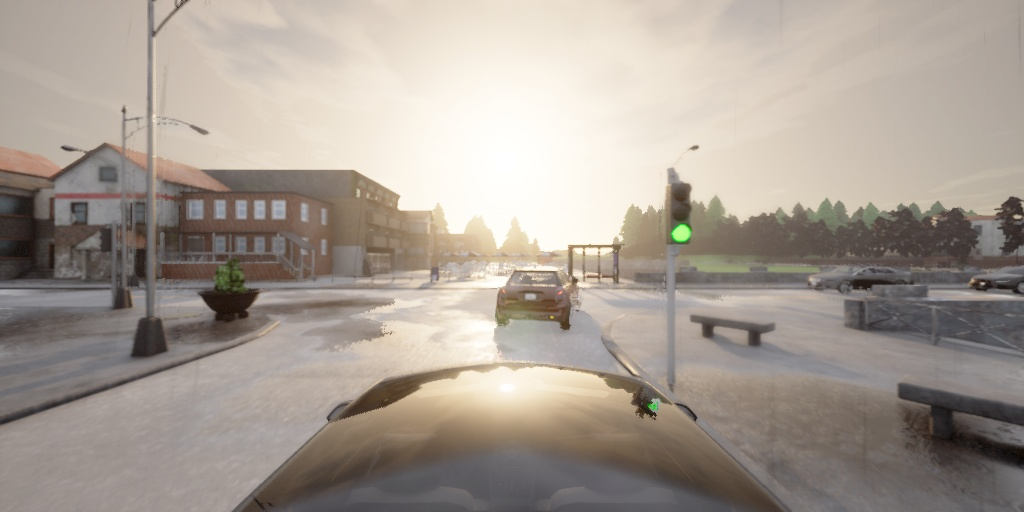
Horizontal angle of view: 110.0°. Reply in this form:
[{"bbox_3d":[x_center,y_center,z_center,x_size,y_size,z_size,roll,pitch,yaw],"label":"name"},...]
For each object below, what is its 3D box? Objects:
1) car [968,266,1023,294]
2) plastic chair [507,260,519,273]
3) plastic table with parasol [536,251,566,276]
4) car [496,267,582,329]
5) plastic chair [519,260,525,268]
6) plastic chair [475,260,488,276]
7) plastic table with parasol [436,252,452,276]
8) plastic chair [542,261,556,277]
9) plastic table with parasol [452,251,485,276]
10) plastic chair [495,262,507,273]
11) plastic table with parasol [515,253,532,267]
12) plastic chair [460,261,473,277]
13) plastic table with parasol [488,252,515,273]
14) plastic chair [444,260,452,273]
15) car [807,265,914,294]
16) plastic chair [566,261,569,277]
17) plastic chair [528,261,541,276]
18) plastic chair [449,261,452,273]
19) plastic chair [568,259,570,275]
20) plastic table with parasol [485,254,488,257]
[{"bbox_3d":[28.422,1.285,19.822,4.892,1.490,1.837,0,0,0],"label":"car"},{"bbox_3d":[0.126,1.345,42.511,0.730,1.272,0.750,0,0,0],"label":"plastic chair"},{"bbox_3d":[3.569,0.729,34.882,2.482,2.480,2.482,0,0,0],"label":"plastic table with parasol"},{"bbox_3d":[1.034,1.117,11.664,2.097,1.767,4.553,0,0,14],"label":"car"},{"bbox_3d":[1.028,1.356,49.043,0.750,1.272,0.730,0,0,-1],"label":"plastic chair"},{"bbox_3d":[-2.971,1.334,35.509,0.730,1.272,0.750,0,0,0],"label":"plastic chair"},{"bbox_3d":[-7.143,0.740,42.218,2.482,2.480,2.482,0,0,0],"label":"plastic table with parasol"},{"bbox_3d":[3.430,1.331,33.612,0.750,1.272,0.730,0,0,0],"label":"plastic chair"},{"bbox_3d":[-4.251,0.730,35.629,2.482,2.480,2.482,0,0,0],"label":"plastic table with parasol"},{"bbox_3d":[-1.273,1.343,41.410,0.750,1.272,0.730,0,0,0],"label":"plastic chair"},{"bbox_3d":[1.144,0.754,50.221,2.482,2.480,2.482,0,0,0],"label":"plastic table with parasol"},{"bbox_3d":[-4.371,1.332,34.409,0.750,1.272,0.730,0,0,0],"label":"plastic chair"},{"bbox_3d":[-1.224,0.741,42.610,2.482,2.480,2.482,0,0,0],"label":"plastic table with parasol"},{"bbox_3d":[-7.069,1.343,41.040,0.750,1.272,0.730,0,0,-1],"label":"plastic chair"},{"bbox_3d":[19.124,1.271,19.823,4.902,1.511,2.128,0,0,0],"label":"car"},{"bbox_3d":[4.829,1.333,34.712,0.730,1.272,0.750,0,0,0],"label":"plastic chair"},{"bbox_3d":[2.229,1.333,34.911,0.730,1.272,0.750,0,0,0],"label":"plastic chair"},{"bbox_3d":[-5.571,1.334,35.709,0.730,1.272,0.750,0,0,0],"label":"plastic chair"},{"bbox_3d":[6.326,1.347,43.413,0.730,1.272,0.750,0,0,0],"label":"plastic chair"},{"bbox_3d":[-4.639,0.764,57.139,2.482,2.480,2.482,0,0,0],"label":"plastic table with parasol"}]
